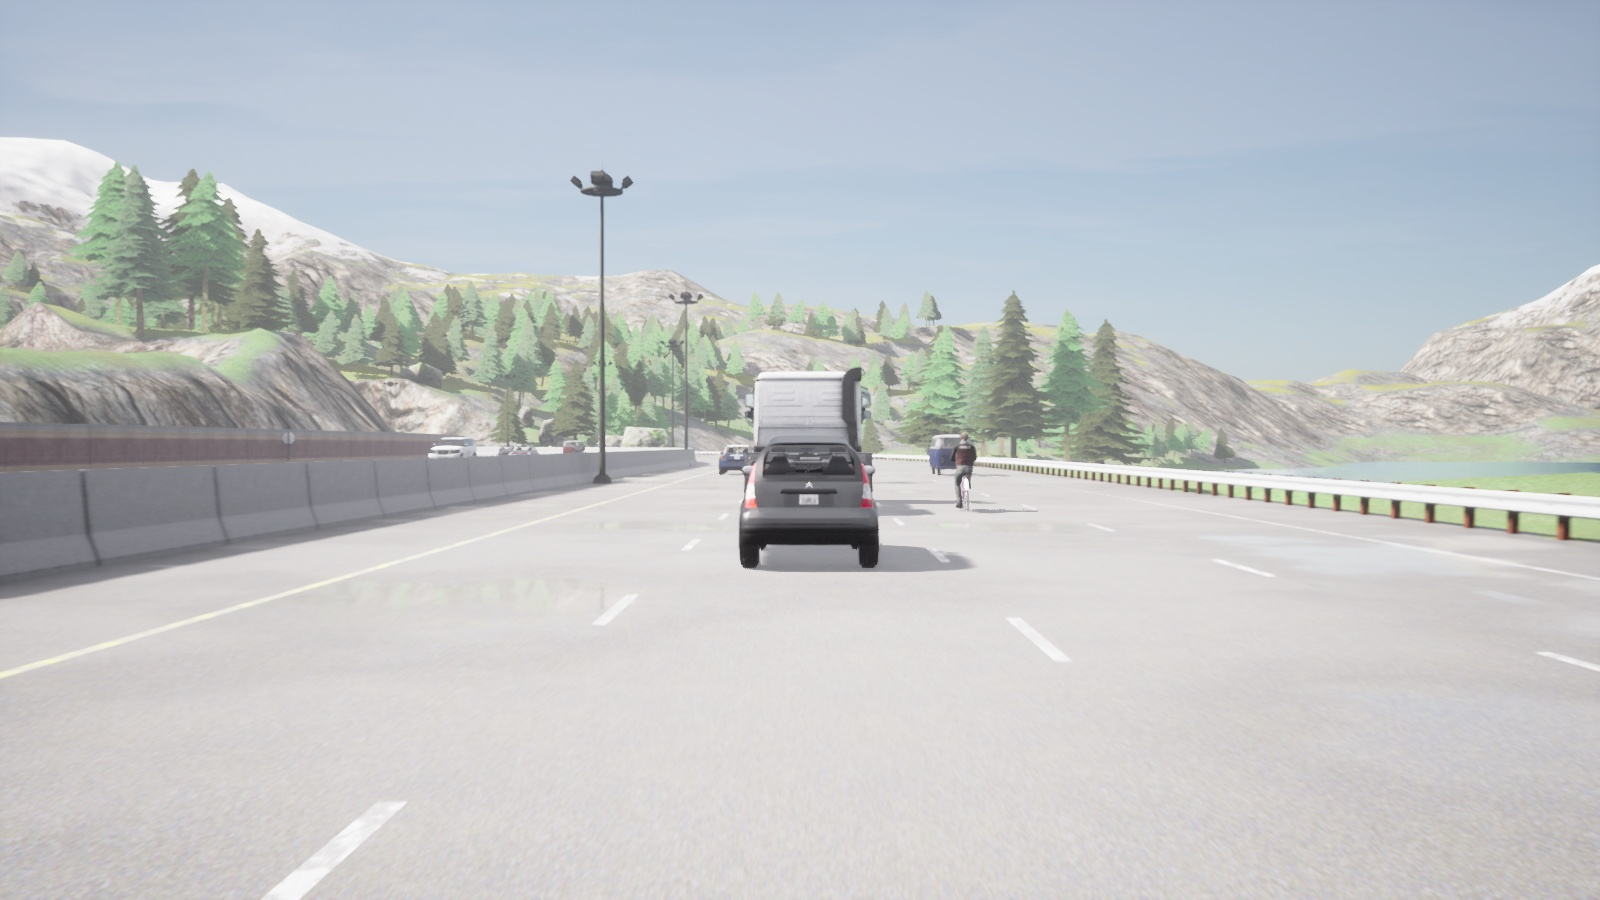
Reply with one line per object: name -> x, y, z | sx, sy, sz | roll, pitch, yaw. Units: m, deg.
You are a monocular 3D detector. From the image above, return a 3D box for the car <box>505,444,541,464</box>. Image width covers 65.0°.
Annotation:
car -> -20.614, 0.285, 93.499 | 1.970, 1.475, 3.806 | 0, 0, -3

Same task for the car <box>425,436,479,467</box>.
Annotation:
car -> -23.979, 0.065, 86.713 | 2.150, 2.045, 5.566 | 0, 0, 0

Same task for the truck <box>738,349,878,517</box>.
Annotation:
truck -> 0.186, -0.366, 29.968 | 2.891, 3.462, 7.936 | 0, 0, 0

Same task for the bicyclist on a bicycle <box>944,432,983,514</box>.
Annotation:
bicyclist on a bicycle -> 3.678, 0.496, 28.380 | 0.659, 1.776, 1.843 | 0, 0, 0

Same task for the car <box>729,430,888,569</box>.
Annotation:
car -> 0.111, 0.572, 16.669 | 1.851, 1.617, 3.988 | 0, 0, 0

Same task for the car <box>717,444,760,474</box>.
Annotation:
car -> -3.117, 0.428, 64.227 | 1.970, 1.475, 3.806 | 0, 0, 0

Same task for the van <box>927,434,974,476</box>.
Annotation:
van -> 7.369, 0.234, 61.797 | 1.775, 1.987, 4.442 | 0, 0, 0
